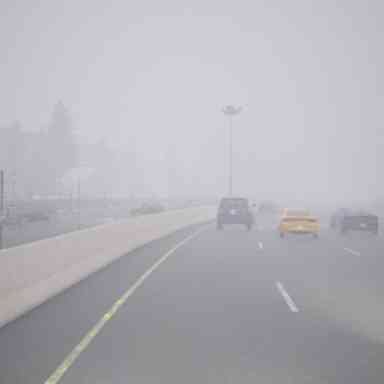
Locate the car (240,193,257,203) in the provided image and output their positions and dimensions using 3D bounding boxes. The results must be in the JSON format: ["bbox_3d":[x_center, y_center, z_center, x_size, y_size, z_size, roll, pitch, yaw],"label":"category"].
[{"bbox_3d":[12.179,1.254,71.701,2.150,2.045,5.566,0,0,25],"label":"car"}]

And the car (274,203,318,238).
[{"bbox_3d":[5.831,1.603,18.769,1.882,1.535,5.008,0,0,12],"label":"car"}]

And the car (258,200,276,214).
[{"bbox_3d":[9.151,1.749,39.587,1.837,1.490,4.892,0,0,23],"label":"car"}]

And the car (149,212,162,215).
[{"bbox_3d":[-4.576,1.732,34.085,1.895,1.301,4.718,0,0,20],"label":"car"}]

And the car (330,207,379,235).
[{"bbox_3d":[9.764,1.636,20.333,1.882,1.535,5.008,0,0,13],"label":"car"}]

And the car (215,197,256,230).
[{"bbox_3d":[3.032,1.345,22.298,2.150,2.045,5.566,0,0,14],"label":"car"}]

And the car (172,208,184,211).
[{"bbox_3d":[-0.776,1.682,34.255,1.812,1.442,4.674,0,0,20],"label":"car"}]
